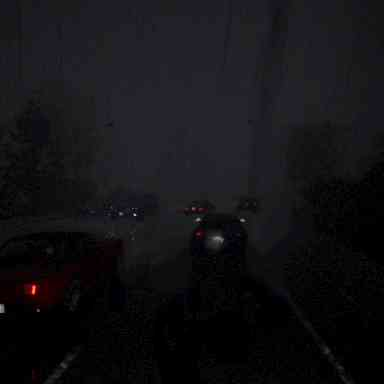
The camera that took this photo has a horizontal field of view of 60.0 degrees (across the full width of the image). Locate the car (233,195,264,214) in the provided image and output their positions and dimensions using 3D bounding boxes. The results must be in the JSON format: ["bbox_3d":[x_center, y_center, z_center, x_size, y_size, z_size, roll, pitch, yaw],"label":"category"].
[{"bbox_3d":[5.925,1.193,33.953,2.097,1.767,4.553,0,0,18],"label":"car"}]

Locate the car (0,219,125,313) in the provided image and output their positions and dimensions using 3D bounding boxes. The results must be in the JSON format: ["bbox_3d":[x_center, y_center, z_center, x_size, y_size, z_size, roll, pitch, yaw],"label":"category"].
[{"bbox_3d":[-2.964,1.554,7.528,1.895,1.301,4.718,0,0,4],"label":"car"}]

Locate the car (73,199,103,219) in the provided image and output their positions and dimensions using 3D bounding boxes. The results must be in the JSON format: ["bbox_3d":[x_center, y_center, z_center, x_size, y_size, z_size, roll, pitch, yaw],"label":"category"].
[{"bbox_3d":[-7.371,1.314,26.096,1.882,1.535,5.008,0,0,13],"label":"car"}]

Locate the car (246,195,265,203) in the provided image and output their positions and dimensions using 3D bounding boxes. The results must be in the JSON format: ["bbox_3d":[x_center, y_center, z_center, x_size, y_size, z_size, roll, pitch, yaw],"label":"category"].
[{"bbox_3d":[12.045,1.295,63.219,1.895,1.301,4.718,1,0,33],"label":"car"}]

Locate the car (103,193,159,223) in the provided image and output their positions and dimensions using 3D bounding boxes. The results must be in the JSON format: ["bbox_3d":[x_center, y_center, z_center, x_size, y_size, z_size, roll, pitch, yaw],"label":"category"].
[{"bbox_3d":[-4.127,1.076,24.781,2.150,2.045,5.566,0,0,13],"label":"car"}]

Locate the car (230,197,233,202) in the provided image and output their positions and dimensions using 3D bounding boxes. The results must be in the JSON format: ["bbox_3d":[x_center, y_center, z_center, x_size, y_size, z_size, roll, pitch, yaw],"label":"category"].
[{"bbox_3d":[8.996,1.228,64.944,1.994,1.385,4.181,0,0,33],"label":"car"}]

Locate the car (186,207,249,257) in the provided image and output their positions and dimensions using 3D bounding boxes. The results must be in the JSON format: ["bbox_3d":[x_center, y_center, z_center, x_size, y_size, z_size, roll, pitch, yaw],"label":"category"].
[{"bbox_3d":[1.077,1.501,12.699,1.994,1.385,4.181,0,0,6],"label":"car"}]

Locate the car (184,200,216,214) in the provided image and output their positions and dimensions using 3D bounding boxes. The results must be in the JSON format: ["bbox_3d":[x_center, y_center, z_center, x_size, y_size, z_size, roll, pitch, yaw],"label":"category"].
[{"bbox_3d":[0.805,1.394,29.327,2.033,1.411,5.357,0,0,16],"label":"car"}]
